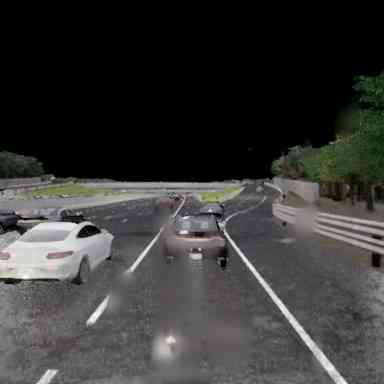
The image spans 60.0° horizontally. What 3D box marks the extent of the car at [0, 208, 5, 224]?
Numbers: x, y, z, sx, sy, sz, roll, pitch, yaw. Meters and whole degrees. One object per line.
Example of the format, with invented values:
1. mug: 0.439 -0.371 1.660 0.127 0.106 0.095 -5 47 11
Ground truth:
1. car: -10.376 1.549 17.759 1.994 1.385 4.181 0 0 0

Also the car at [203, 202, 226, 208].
1. car: 1.958 1.551 30.030 1.994 1.385 4.181 1 0 12

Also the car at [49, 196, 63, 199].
1. car: -24.560 1.429 60.234 1.837 1.490 4.892 0 0 0

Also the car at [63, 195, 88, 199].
1. car: -21.060 1.527 60.272 1.895 1.301 4.718 0 0 0

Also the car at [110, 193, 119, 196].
1. car: -21.322 1.053 91.982 2.097 1.767 4.553 0 0 -1

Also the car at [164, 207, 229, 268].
1. car: 0.129 1.482 11.185 2.128 1.511 4.902 0 0 0

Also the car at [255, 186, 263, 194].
1. car: 17.788 -0.355 87.957 2.128 1.511 4.902 0 3 11

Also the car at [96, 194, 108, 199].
1. car: -24.822 1.197 91.889 1.837 1.490 4.892 0 0 -1

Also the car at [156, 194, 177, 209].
1. car: -3.474 1.317 43.580 2.097 1.767 4.553 0 0 0

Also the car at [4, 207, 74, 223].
1. car: -6.878 1.478 16.715 2.128 1.511 4.902 0 0 0

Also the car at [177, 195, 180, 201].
1. car: -3.650 1.292 75.510 1.882 1.535 5.008 0 0 0

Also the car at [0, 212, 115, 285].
1. car: -3.491 1.518 9.321 1.812 1.442 4.674 0 0 0

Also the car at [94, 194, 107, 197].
1. car: -21.157 1.282 76.126 1.882 1.535 5.008 0 0 0
